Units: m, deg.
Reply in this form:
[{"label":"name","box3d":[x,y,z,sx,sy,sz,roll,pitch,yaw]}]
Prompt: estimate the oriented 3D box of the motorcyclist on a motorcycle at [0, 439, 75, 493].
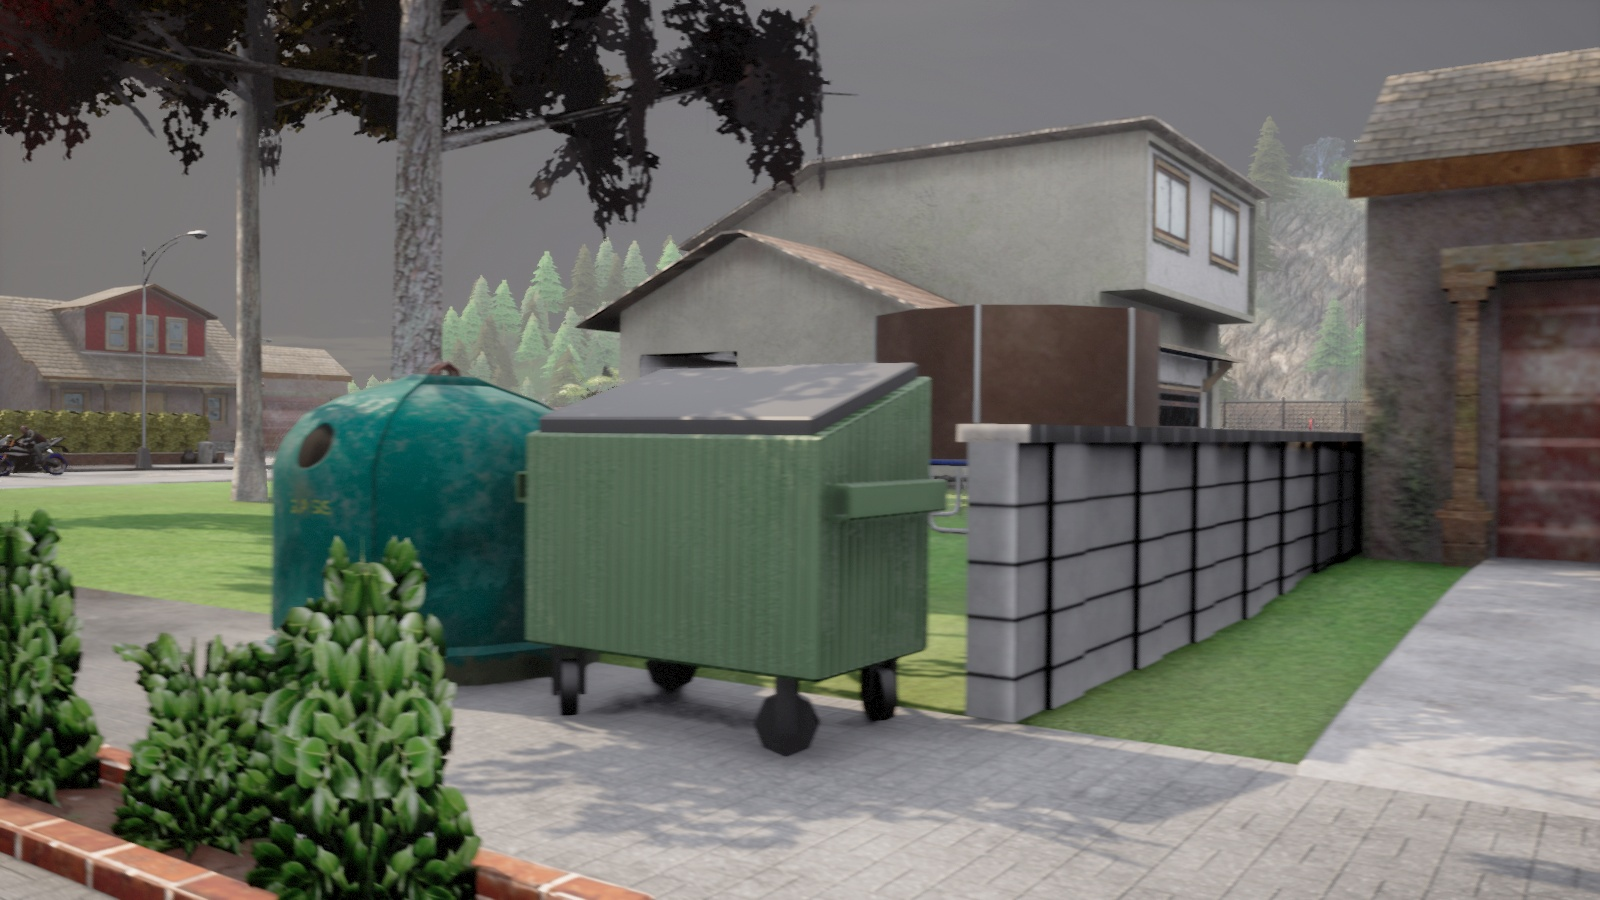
[{"label":"motorcyclist on a motorcycle","box3d":[-22.869,0.465,37.224,0.866,1.530,2.191,0,1,33]}]
